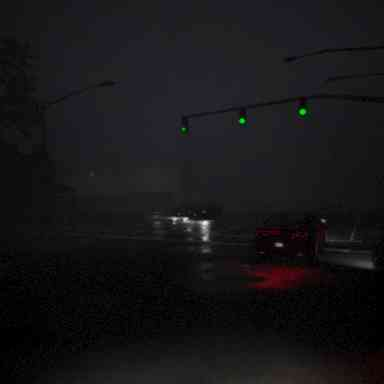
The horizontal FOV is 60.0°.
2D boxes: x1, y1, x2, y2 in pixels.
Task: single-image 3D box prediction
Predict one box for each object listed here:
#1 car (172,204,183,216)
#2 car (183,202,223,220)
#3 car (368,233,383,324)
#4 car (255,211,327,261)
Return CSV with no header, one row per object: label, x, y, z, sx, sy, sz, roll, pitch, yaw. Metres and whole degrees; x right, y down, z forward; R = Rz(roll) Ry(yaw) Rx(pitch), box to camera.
car,-0.065,1.752,35.234,2.033,1.411,5.357,-2,0,28
car,1.347,1.663,30.433,1.812,1.442,4.674,-2,0,28
car,4.540,1.415,6.458,1.837,1.490,4.892,-2,0,28
car,3.812,1.443,12.373,1.882,1.535,5.008,-2,0,28
